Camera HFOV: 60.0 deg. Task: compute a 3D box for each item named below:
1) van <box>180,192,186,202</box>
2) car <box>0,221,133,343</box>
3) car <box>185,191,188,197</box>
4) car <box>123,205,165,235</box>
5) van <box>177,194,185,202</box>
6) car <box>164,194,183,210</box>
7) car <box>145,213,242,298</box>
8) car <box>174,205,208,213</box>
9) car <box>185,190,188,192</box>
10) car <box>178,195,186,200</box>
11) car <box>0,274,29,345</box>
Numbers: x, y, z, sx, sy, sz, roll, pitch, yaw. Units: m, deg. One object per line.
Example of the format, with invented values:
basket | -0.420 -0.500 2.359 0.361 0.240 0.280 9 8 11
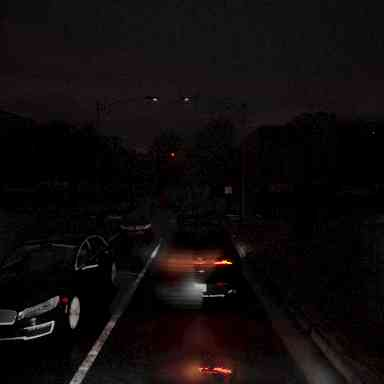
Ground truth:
van | -2.606 1.369 66.365 1.690 1.788 3.998 -1 0 0
car | -2.654 1.549 6.537 2.008 1.369 4.403 -2 0 0
car | -2.602 1.319 71.908 2.192 1.841 5.009 -1 0 0
car | -2.644 1.585 17.432 1.802 1.307 4.206 -2 0 0
van | -2.594 1.314 77.445 1.690 1.788 3.998 -1 0 0
car | -2.627 1.490 44.209 1.967 1.590 4.097 -2 0 0
car | 0.110 1.503 8.490 1.837 1.490 4.892 0 0 0
car | 0.145 1.604 18.621 1.895 1.301 4.718 0 0 1
car | -2.576 1.146 94.078 2.192 1.841 5.009 -1 1 0
car | -2.578 1.443 88.529 2.008 1.369 4.403 -1 0 0
car | -2.658 1.550 1.088 2.008 1.369 4.403 -2 0 0
